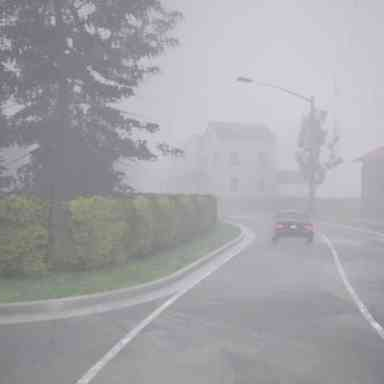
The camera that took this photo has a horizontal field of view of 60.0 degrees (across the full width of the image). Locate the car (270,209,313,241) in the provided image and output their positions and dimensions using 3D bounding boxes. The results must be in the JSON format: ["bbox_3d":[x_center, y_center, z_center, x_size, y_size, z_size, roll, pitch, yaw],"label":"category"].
[{"bbox_3d":[5.039,1.597,17.101,2.033,1.411,5.357,1,0,13],"label":"car"}]
